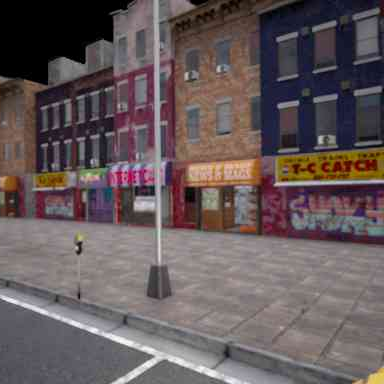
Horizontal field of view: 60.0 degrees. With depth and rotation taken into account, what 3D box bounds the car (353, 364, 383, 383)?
[{"bbox_3d":[3.264,1.441,0.967,5.366,1.575,1.801,-1,0,35],"label":"car"}]
